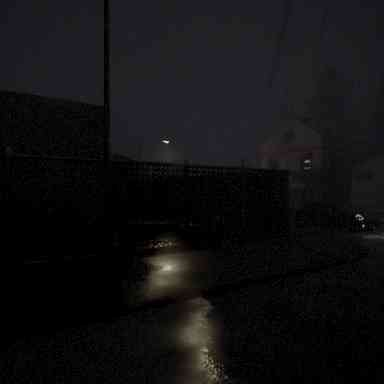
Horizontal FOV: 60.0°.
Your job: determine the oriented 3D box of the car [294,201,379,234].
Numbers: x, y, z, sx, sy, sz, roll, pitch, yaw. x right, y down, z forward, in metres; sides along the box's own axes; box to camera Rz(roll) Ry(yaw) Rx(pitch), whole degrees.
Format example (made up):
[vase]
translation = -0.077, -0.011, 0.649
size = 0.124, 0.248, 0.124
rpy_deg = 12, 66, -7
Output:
[car]
translation = 8.377, 1.352, 19.522
size = 2.097, 1.767, 4.553
rpy_deg = 0, 0, -36
